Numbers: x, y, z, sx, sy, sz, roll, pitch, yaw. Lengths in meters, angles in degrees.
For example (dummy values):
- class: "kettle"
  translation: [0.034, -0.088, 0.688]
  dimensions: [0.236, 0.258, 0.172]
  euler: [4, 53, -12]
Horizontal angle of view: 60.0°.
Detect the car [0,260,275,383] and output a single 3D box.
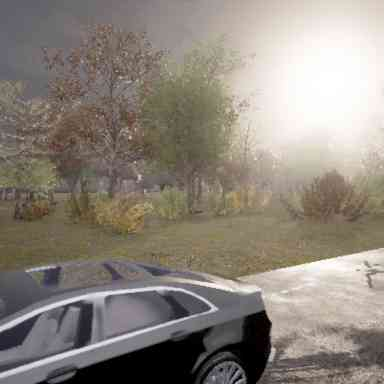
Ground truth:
- class: "car"
  translation: [-1.365, 1.492, 3.022]
  dimensions: [4.902, 1.511, 2.128]
  euler: [0, 0, -35]
